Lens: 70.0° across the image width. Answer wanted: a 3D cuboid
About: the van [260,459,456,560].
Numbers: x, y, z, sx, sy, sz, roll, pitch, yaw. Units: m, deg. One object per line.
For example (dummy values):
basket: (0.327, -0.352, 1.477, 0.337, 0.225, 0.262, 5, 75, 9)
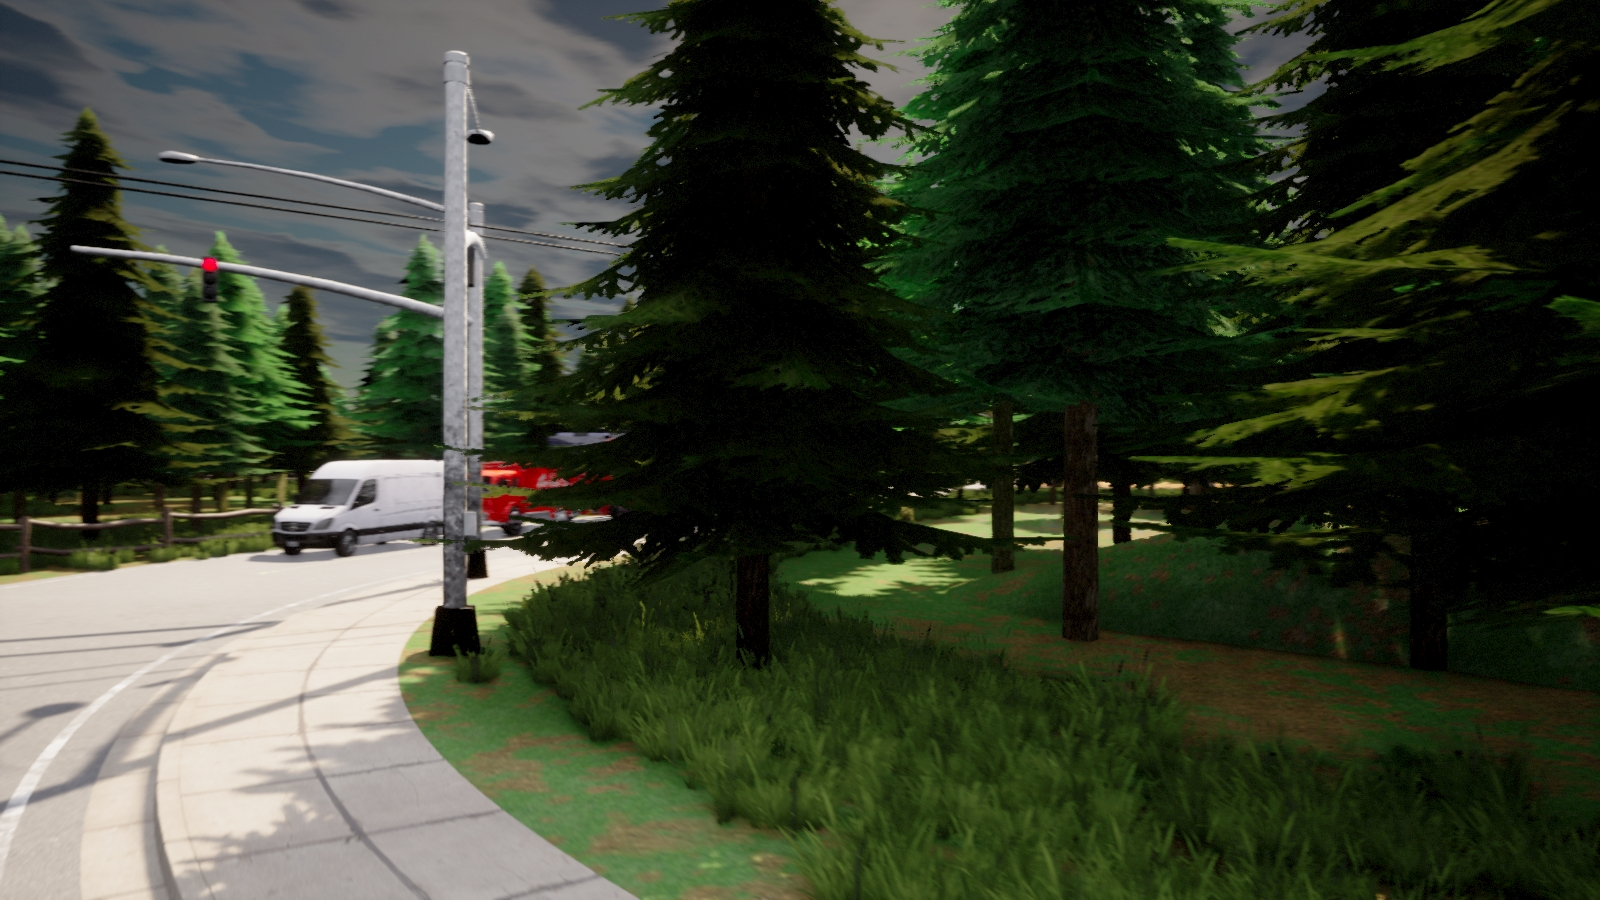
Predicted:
van: (-12.389, 1.555, 32.607, 1.988, 2.561, 5.915, 0, 0, 17)
